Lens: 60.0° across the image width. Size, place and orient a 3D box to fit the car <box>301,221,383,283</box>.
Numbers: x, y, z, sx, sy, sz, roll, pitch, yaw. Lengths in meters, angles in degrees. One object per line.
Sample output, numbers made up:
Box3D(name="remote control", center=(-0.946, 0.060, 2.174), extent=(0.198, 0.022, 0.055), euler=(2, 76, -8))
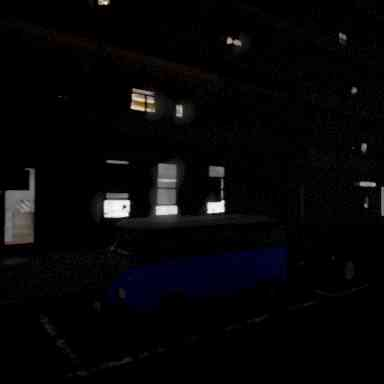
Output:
Box3D(name="car", center=(4.669, 1.597, 9.878), extent=(4.507, 1.381, 1.887), euler=(0, 0, -35))

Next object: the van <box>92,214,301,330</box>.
Box3D(name="van", center=(0.171, 1.363, 6.675), extent=(3.998, 1.788, 1.690), euler=(0, 0, -35))
